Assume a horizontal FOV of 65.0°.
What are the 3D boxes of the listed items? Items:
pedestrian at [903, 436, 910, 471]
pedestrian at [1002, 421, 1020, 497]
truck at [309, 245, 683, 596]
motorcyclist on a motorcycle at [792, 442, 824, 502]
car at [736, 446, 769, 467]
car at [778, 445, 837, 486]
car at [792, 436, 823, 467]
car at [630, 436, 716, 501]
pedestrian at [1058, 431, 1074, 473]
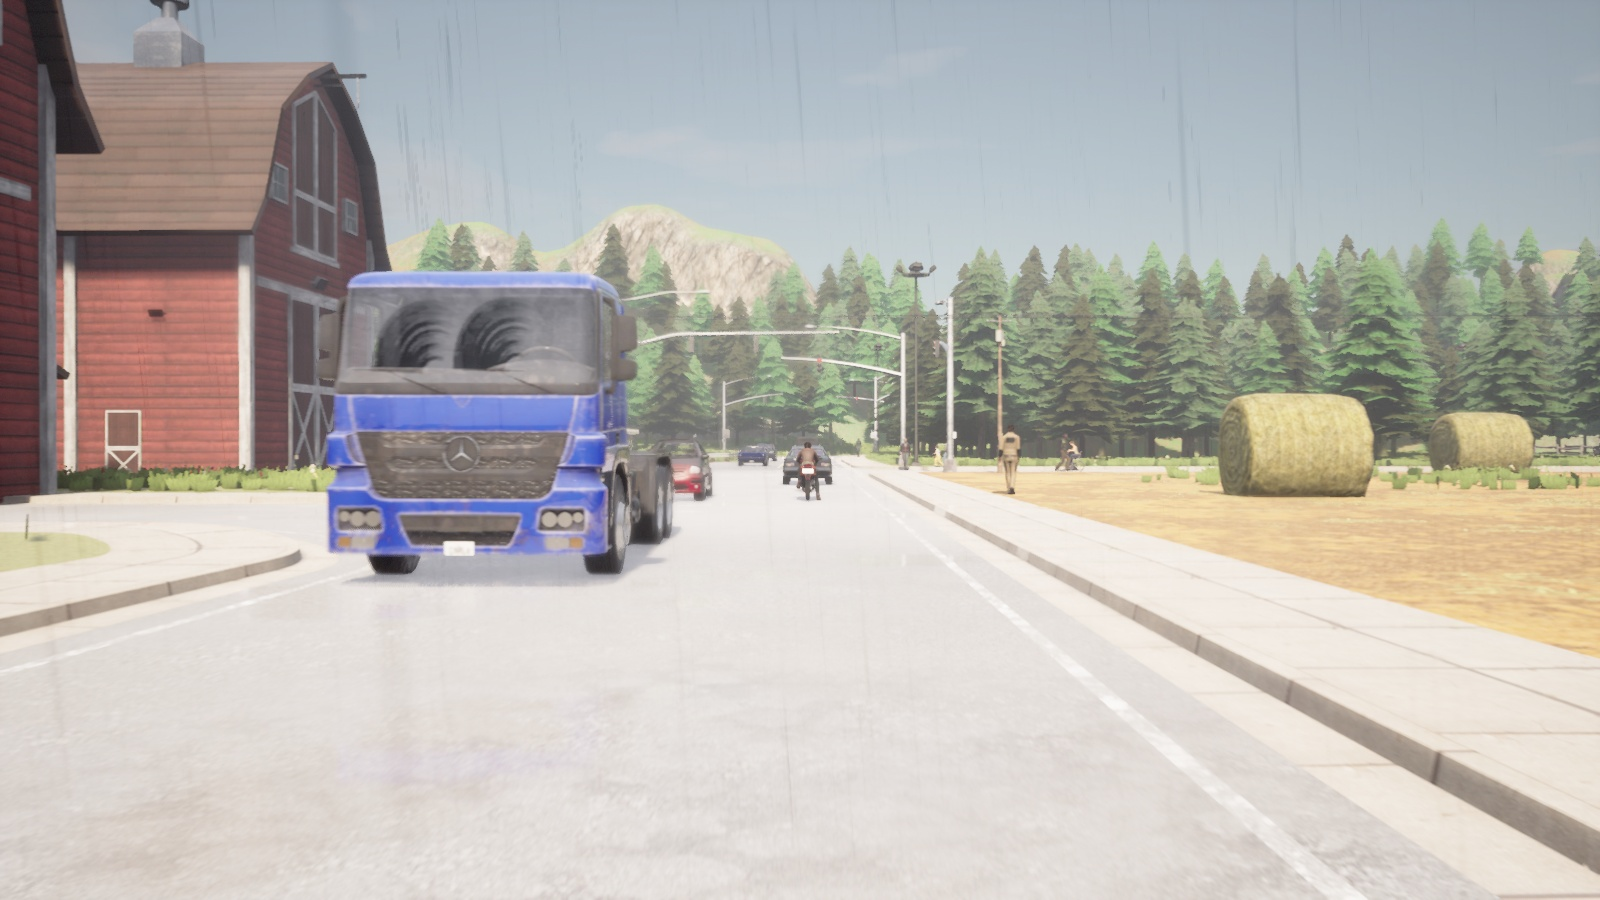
[{"bbox_3d":[5.792,0.184,68.376,0.376,1.854,0.720,0,0,4],"label":"pedestrian"},{"bbox_3d":[5.434,0.228,32.330,0.396,1.930,0.692,0,0,14],"label":"pedestrian"},{"bbox_3d":[-3.386,-0.346,16.408,2.891,3.462,7.936,0,1,0],"label":"truck"},{"bbox_3d":[0.200,0.545,32.558,0.797,1.523,2.044,0,0,0],"label":"motorcyclist on a motorcycle"},{"bbox_3d":[-3.024,0.388,81.069,1.895,1.301,4.718,0,0,0],"label":"car"},{"bbox_3d":[0.280,0.531,46.127,2.033,1.411,5.357,0,0,0],"label":"car"},{"bbox_3d":[0.460,0.102,78.248,1.905,1.878,3.866,0,0,0],"label":"car"},{"bbox_3d":[-3.296,0.455,33.235,1.851,1.617,3.988,0,0,0],"label":"car"},{"bbox_3d":[12.463,0.100,58.879,0.692,1.930,0.395,0,0,24],"label":"pedestrian"}]
